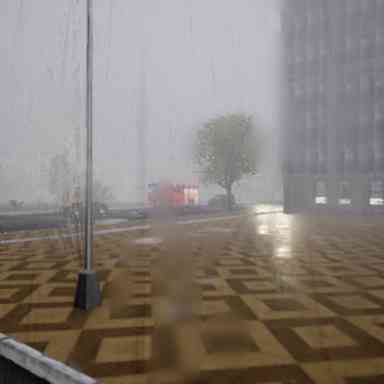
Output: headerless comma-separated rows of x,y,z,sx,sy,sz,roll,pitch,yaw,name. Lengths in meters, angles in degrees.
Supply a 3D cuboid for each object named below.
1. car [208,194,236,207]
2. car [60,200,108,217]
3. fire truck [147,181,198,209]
4.803,1.270,52.822,2.150,2.045,5.566,1,0,39,car
-10.688,1.584,33.279,1.837,1.490,4.892,1,1,38,car
-2.660,0.357,48.566,2.891,3.827,8.468,1,1,38,fire truck
